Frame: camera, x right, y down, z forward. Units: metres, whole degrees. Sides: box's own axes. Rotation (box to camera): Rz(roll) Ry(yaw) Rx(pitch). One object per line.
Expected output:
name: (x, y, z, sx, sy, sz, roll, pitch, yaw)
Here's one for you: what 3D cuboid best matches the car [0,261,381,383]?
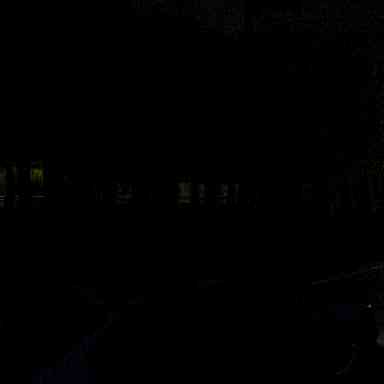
car: (-0.052, 1.548, 3.711, 5.357, 1.411, 2.033, 0, 0, -36)
